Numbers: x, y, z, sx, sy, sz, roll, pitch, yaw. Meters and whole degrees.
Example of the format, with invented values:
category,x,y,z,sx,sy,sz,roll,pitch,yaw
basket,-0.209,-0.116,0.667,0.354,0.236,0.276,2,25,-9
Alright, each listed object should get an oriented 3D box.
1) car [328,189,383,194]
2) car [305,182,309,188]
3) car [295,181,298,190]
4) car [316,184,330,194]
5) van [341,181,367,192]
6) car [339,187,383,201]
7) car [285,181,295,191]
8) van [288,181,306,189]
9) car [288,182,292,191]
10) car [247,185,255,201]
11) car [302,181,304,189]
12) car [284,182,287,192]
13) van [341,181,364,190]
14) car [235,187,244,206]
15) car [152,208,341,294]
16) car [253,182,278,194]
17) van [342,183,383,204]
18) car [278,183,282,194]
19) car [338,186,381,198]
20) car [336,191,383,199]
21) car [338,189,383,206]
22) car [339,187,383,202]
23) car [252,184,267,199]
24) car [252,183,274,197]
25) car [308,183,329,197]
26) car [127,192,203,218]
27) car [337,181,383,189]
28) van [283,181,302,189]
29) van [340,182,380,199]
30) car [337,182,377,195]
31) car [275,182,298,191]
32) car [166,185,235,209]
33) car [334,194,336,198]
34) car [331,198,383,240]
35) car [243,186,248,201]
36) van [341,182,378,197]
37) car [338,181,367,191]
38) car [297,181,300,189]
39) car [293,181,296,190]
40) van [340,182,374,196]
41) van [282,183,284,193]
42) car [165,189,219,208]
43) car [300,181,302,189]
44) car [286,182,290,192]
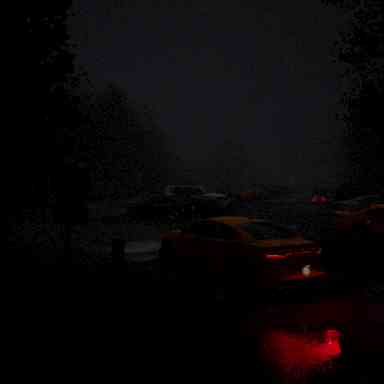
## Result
category,x,y,z,sx,sy,sz,roll,pitch,yaw
car,13.124,0.816,24.451,5.366,1.575,1.946,1,3,24
car,26.377,-1.848,85.395,5.566,2.045,2.435,1,2,24
car,18.394,-0.936,67.698,4.892,1.521,2.231,1,2,24
car,22.457,-0.529,56.856,1.882,1.535,5.008,1,2,24
van,31.581,-1.047,64.834,4.442,1.987,1.878,1,2,24
car,20.117,0.162,39.508,4.792,1.488,2.163,1,2,24
car,15.959,-0.754,62.709,5.366,1.575,1.946,1,2,24
van,28.509,-1.939,90.505,4.442,1.987,1.878,1,1,24
car,14.965,-0.624,60.115,4.792,1.488,2.163,1,2,24
car,3.468,0.369,34.876,5.366,1.575,1.946,1,3,24
car,22.938,-1.315,77.824,5.008,1.535,2.097,1,2,24
car,12.694,-0.436,55.052,4.792,1.488,2.163,1,2,24
van,36.115,-1.424,74.937,4.442,1.987,1.878,1,2,24
car,1.535,0.612,29.664,5.366,1.575,1.946,1,3,24
car,0.934,1.364,8.580,1.882,1.535,5.008,2,-1,-31
car,9.342,-0.304,47.429,4.553,1.767,2.185,1,2,24
van,17.983,0.122,34.529,4.442,1.987,1.878,1,3,24
car,10.475,-0.246,49.965,4.792,1.488,2.163,1,2,24
car,22.361,-0.065,44.566,5.008,1.535,2.097,1,2,24
car,9.972,1.046,16.895,4.553,1.767,2.185,1,3,24
car,16.667,0.496,31.961,4.792,1.488,2.163,1,3,24
car,19.037,0.263,37.102,4.792,1.488,2.163,1,3,24
car,5.789,0.130,40.047,5.366,1.575,1.946,1,3,24
car,7.213,0.028,42.314,5.366,1.575,1.946,1,3,24
car,18.243,-0.165,47.467,2.128,1.511,4.902,1,2,24
car,-2.068,0.997,22.162,4.792,1.488,2.163,1,3,24
car,15.585,0.335,29.401,5.566,2.045,2.435,1,3,24
van,25.108,-1.731,82.924,4.442,1.987,1.878,1,2,24
van,21.117,-0.195,42.063,4.442,1.987,1.878,1,2,24
car,25.730,-0.599,52.147,5.566,2.045,2.435,1,2,24
car,20.643,-1.252,72.767,4.553,1.767,2.185,1,2,24
car,0.255,0.480,27.186,5.566,2.045,2.435,1,3,24
car,10.999,1.087,19.339,4.792,1.488,2.163,1,3,24
car,8.805,1.289,14.390,5.008,1.535,2.097,1,3,24
car,2.507,0.495,32.268,4.892,1.521,2.231,1,3,24
van,23.596,-0.383,47.037,4.442,1.987,1.878,1,2,24
car,34.849,-1.357,72.469,5.566,2.045,2.435,1,2,24
car,19.366,-1.037,70.303,5.366,1.575,1.946,1,2,24
car,17.269,-0.841,65.162,4.892,1.521,2.231,1,2,24
van,24.516,-0.481,49.659,4.442,1.987,1.878,1,2,24
van,11.691,-0.594,52.451,4.442,1.987,1.878,1,2,24
car,-0.901,0.849,24.677,5.008,1.535,2.097,1,3,24
car,21.779,-1.346,75.298,4.553,1.767,2.185,1,2,24
car,13.829,-0.530,57.583,4.792,1.488,2.163,1,2,24
